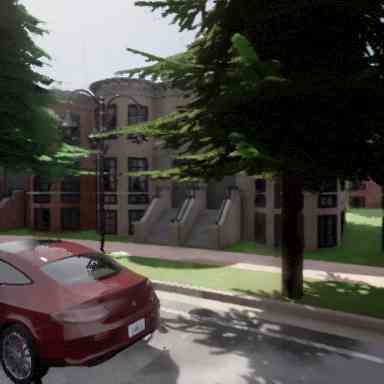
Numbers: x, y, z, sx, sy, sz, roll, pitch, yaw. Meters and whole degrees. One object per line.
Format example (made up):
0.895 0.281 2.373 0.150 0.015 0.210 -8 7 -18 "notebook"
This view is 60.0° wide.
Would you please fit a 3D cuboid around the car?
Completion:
-2.673 1.489 5.216 4.674 1.442 1.812 0 0 30 "car"
